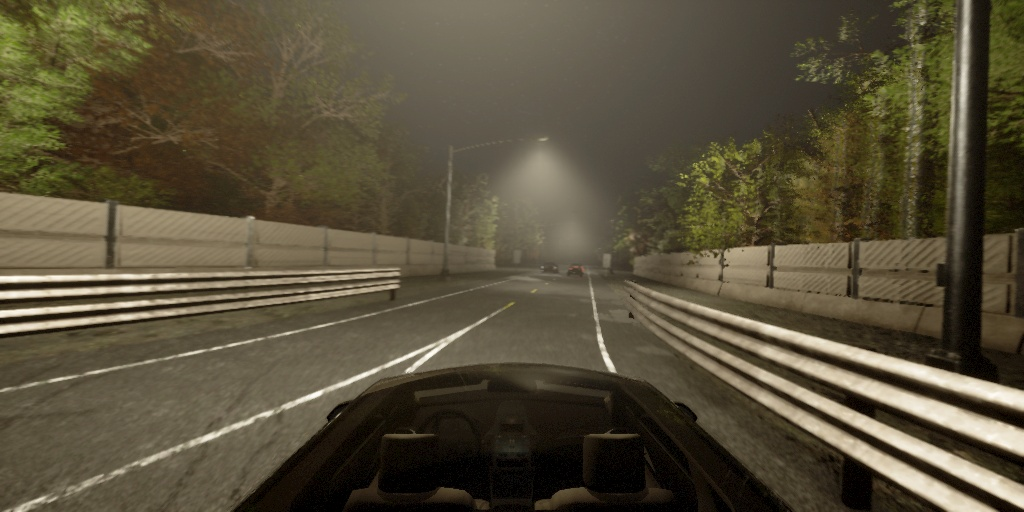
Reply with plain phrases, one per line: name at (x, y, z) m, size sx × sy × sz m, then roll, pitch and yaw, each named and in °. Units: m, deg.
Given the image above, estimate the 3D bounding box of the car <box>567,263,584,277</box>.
car at (7.969, 1.823, 45.396) m, size 2.128 × 1.511 × 4.902 m, roll 2°, pitch 0°, yaw 12°

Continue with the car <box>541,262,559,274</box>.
car at (5.371, 1.581, 50.264) m, size 2.097 × 1.767 × 4.553 m, roll 3°, pitch -1°, yaw 12°
